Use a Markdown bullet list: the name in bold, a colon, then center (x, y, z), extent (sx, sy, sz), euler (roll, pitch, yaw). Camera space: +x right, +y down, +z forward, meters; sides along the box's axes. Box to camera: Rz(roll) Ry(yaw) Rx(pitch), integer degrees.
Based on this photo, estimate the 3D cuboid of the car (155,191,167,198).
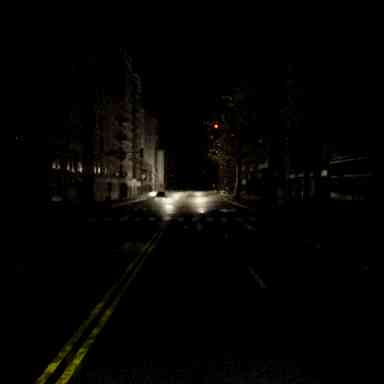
- **car**: center (-6.501, 0.554, 69.594), extent (1.812, 1.442, 4.674), euler (0, 1, 0)
